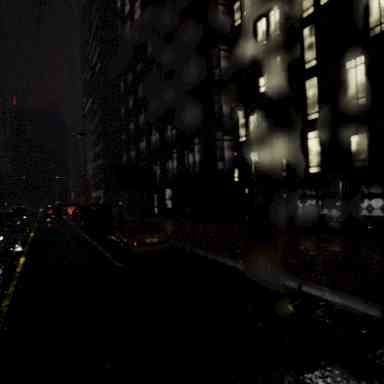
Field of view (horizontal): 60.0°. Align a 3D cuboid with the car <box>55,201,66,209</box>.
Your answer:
[{"bbox_3d":[-32.193,3.190,81.310,2.192,1.841,5.009,-1,-1,-24],"label":"car"}]

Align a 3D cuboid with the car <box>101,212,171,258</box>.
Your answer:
[{"bbox_3d":[-2.323,1.695,13.618,1.752,1.417,4.829,-1,-1,-24],"label":"car"}]

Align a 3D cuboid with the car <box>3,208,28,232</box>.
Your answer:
[{"bbox_3d":[-13.532,2.208,24.767,1.812,1.442,4.674,-2,-1,-24],"label":"car"}]

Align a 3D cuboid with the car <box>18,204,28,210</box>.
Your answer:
[{"bbox_3d":[-42.116,3.799,83.052,2.008,1.369,4.403,-1,-1,-24],"label":"car"}]

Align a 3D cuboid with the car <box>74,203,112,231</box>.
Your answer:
[{"bbox_3d":[-7.122,1.763,24.562,2.192,1.841,5.009,-1,-1,-24],"label":"car"}]

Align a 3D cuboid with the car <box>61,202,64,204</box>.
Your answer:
[{"bbox_3d":[-20.791,2.774,55.513,1.887,1.381,4.507,-1,-1,-24],"label":"car"}]

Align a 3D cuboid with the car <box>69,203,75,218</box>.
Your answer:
[{"bbox_3d":[-12.891,2.294,38.737,1.837,1.490,4.892,-2,-1,-24],"label":"car"}]

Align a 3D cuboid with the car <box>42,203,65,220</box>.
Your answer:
[{"bbox_3d":[-16.008,2.403,38.259,1.837,1.490,4.892,-2,-1,-24],"label":"car"}]

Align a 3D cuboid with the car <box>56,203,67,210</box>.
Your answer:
[{"bbox_3d":[-29.908,3.298,76.148,2.008,1.369,4.403,-1,-1,-24],"label":"car"}]

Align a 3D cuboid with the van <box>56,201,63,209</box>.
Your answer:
[{"bbox_3d":[-34.472,3.344,86.469,1.690,1.788,3.998,-1,-1,-24],"label":"van"}]

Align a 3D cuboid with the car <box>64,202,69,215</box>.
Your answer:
[{"bbox_3d":[-15.742,2.304,45.100,2.097,1.767,4.553,-2,-1,-24],"label":"car"}]

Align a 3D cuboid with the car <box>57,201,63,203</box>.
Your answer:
[{"bbox_3d":[-23.073,2.799,60.673,1.967,1.590,4.097,-1,-1,-24],"label":"car"}]

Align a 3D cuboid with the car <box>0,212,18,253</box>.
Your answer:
[{"bbox_3d":[-9.373,1.947,15.327,1.837,1.490,4.892,-2,-1,-24],"label":"car"}]

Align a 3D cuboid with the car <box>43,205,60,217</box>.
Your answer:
[{"bbox_3d":[-19.941,2.670,47.178,2.033,1.411,5.357,-2,-1,-24],"label":"car"}]

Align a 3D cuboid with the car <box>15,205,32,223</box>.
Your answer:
[{"bbox_3d":[-17.703,2.428,34.303,1.837,1.490,4.892,-2,-1,-23],"label":"car"}]
